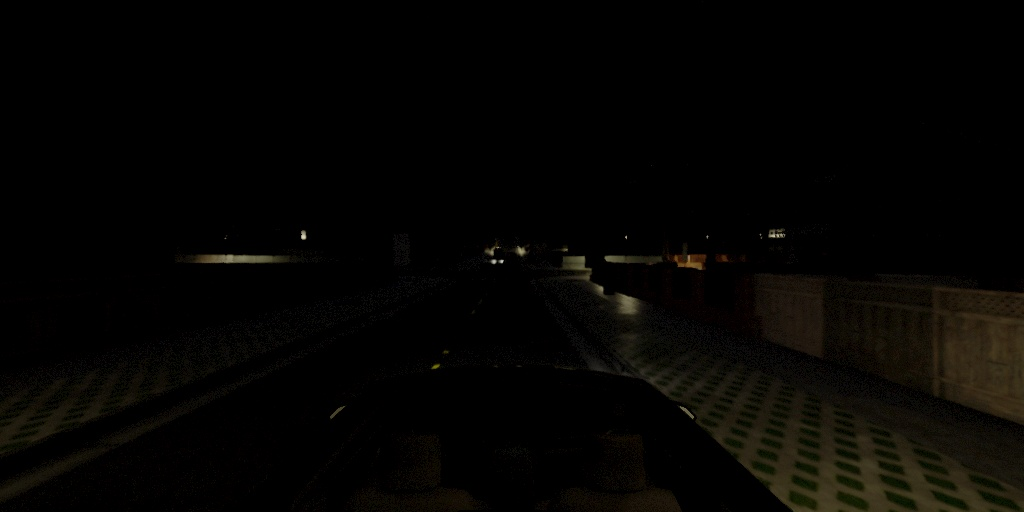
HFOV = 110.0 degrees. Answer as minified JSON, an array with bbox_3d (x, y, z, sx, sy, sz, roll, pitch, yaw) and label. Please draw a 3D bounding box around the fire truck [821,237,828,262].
[{"bbox_3d":[36.844,-0.333,37.142,8.468,3.827,2.891,0,2,0],"label":"fire truck"}]
